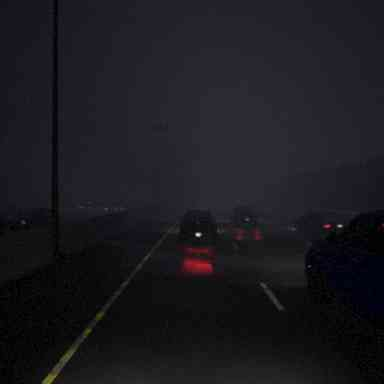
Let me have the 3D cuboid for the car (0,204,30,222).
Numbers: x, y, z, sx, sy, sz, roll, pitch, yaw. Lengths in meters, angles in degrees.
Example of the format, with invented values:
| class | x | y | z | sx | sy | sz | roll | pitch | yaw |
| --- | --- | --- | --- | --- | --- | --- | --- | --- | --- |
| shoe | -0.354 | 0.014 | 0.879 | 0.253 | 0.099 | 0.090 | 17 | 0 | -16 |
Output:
| class | x | y | z | sx | sy | sz | roll | pitch | yaw |
| --- | --- | --- | --- | --- | --- | --- | --- | --- | --- |
| car | -17.084 | 1.875 | 30.213 | 2.033 | 1.411 | 5.357 | 0 | -1 | 1 |

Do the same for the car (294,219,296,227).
| class | x | y | z | sx | sy | sz | roll | pitch | yaw |
| --- | --- | --- | --- | --- | --- | --- | --- | --- | --- |
| car | 7.359 | 1.757 | 18.912 | 2.033 | 1.411 | 5.357 | 0 | -1 | 1 |

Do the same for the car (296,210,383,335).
| class | x | y | z | sx | sy | sz | roll | pitch | yaw |
| --- | --- | --- | --- | --- | --- | --- | --- | --- | --- |
| car | 3.620 | 1.282 | 5.205 | 2.150 | 2.045 | 5.566 | 0 | 0 | 0 |

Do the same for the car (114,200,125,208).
| class | x | y | z | sx | sy | sz | roll | pitch | yaw |
| --- | --- | --- | --- | --- | --- | --- | --- | --- | --- |
| car | -13.747 | 2.244 | 64.394 | 2.033 | 1.411 | 5.357 | 0 | -1 | -3 |

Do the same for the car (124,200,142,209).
| class | x | y | z | sx | sy | sz | roll | pitch | yaw |
| --- | --- | --- | --- | --- | --- | --- | --- | --- | --- |
| car | -9.670 | 2.115 | 56.390 | 1.837 | 1.490 | 4.892 | 1 | 2 | -1 |

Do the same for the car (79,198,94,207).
| class | x | y | z | sx | sy | sz | roll | pitch | yaw |
| --- | --- | --- | --- | --- | --- | --- | --- | --- | --- |
| car | -20.898 | 2.068 | 66.192 | 2.097 | 1.767 | 4.553 | 0 | -1 | -4 |

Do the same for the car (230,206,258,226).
| class | x | y | z | sx | sy | sz | roll | pitch | yaw |
| --- | --- | --- | --- | --- | --- | --- | --- | --- | --- |
| car | 4.032 | 1.814 | 26.203 | 1.812 | 1.442 | 4.674 | 0 | 0 | 1 |

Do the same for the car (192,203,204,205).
| class | x | y | z | sx | sy | sz | roll | pitch | yaw |
| --- | --- | --- | --- | --- | --- | --- | --- | --- | --- |
| car | 0.748 | 1.949 | 38.655 | 1.812 | 1.442 | 4.674 | 0 | 0 | 0 |

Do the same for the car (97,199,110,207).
| class | x | y | z | sx | sy | sz | roll | pitch | yaw |
| --- | --- | --- | --- | --- | --- | --- | --- | --- | --- |
| car | -17.311 | 2.188 | 65.240 | 1.882 | 1.535 | 5.008 | 0 | 0 | -4 |

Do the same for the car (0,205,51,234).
| class | x | y | z | sx | sy | sz | roll | pitch | yaw |
| --- | --- | --- | --- | --- | --- | --- | --- | --- | --- |
| car | -10.292 | 1.708 | 21.114 | 1.882 | 1.535 | 5.008 | 0 | -1 | 1 |

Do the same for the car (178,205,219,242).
| class | x | y | z | sx | sy | sz | roll | pitch | yaw |
| --- | --- | --- | --- | --- | --- | --- | --- | --- | --- |
| car | 0.335 | 1.700 | 17.637 | 1.837 | 1.490 | 4.892 | 0 | 0 | 1 |

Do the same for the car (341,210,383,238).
| class | x | y | z | sx | sy | sz | roll | pitch | yaw |
| --- | --- | --- | --- | --- | --- | --- | --- | --- | --- |
| car | 10.888 | 1.822 | 19.975 | 1.895 | 1.301 | 4.718 | 0 | -1 | 1 |
